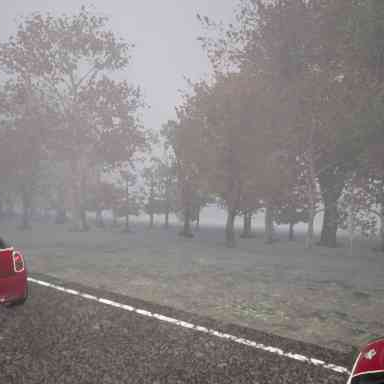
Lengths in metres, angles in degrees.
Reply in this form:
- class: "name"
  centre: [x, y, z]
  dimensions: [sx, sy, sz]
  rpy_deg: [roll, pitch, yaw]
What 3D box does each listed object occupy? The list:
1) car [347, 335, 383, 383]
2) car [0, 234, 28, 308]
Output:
- class: "car"
  centre: [3.100, 1.352, 1.488]
  dimensions: [4.553, 1.767, 2.097]
  rpy_deg: [0, 0, 35]
- class: "car"
  centre: [-5.334, 1.349, 6.697]
  dimensions: [4.553, 1.767, 2.097]
  rpy_deg: [0, 0, 36]
